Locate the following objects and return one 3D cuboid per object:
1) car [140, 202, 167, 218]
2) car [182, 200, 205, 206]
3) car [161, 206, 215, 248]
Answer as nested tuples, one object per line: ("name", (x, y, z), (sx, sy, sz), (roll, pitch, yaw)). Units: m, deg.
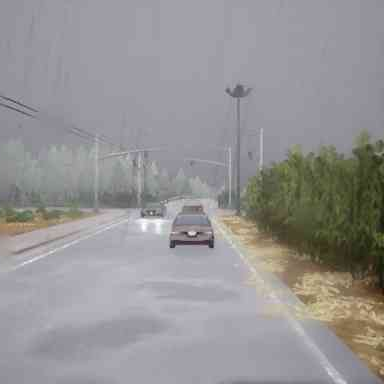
("car", (-3.399, 1.599, 30.050), (1.994, 1.385, 4.181), (0, 0, 1))
("car", (0.092, 1.484, 29.610), (1.882, 1.535, 5.008), (0, 0, 1))
("car", (0.000, 1.562, 14.650), (2.033, 1.411, 5.357), (0, 0, 0))
